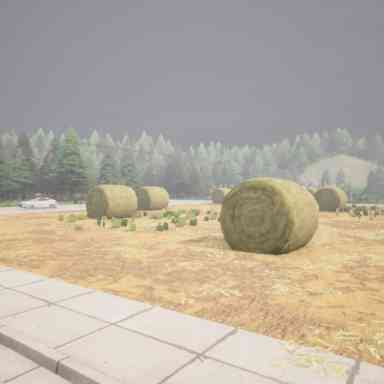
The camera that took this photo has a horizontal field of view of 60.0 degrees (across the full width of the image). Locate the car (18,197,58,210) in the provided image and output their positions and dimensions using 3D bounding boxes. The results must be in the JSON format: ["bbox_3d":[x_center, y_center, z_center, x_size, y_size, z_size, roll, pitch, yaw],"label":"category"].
[{"bbox_3d":[-19.407,1.420,42.101,1.812,1.442,4.674,0,0,37],"label":"car"}]
